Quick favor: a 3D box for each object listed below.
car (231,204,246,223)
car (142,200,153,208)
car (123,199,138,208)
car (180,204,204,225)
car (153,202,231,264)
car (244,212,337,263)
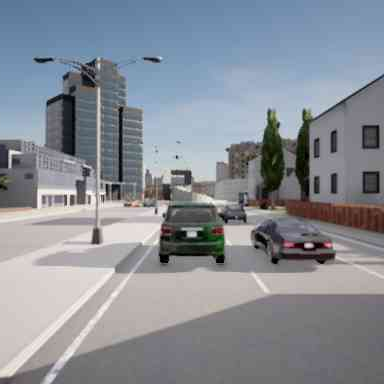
[{"bbox_3d":[3.522,1.803,28.477,2.128,1.511,4.902,0,0,0],"label":"car"},{"bbox_3d":[-8.013,2.200,62.132,1.812,1.442,4.674,0,-1,1],"label":"car"},{"bbox_3d":[-11.508,2.031,62.613,2.097,1.767,4.553,0,-1,0],"label":"car"},{"bbox_3d":[0.022,1.817,28.482,1.837,1.490,4.892,0,0,0],"label":"car"},{"bbox_3d":[0.009,1.362,12.557,2.150,2.045,5.566,0,0,0],"label":"car"},{"bbox_3d":[3.512,1.685,12.515,2.033,1.411,5.357,0,-1,0],"label":"car"}]
